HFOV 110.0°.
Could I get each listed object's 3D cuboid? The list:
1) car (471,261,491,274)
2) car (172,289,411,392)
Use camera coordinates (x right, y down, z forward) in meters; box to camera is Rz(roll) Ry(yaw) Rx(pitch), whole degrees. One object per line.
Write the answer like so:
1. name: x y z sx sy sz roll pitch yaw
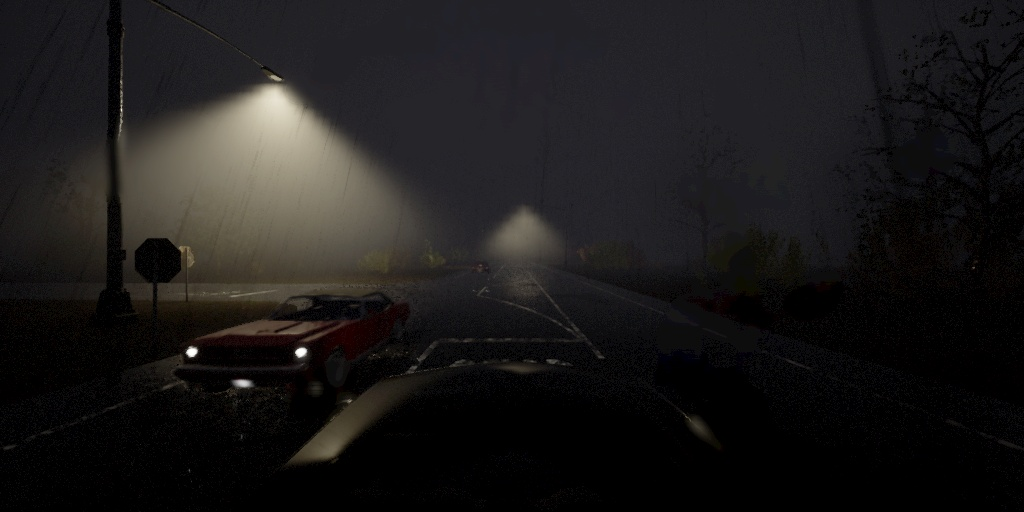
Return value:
1. car: -3.409 1.242 40.241 1.812 1.442 4.674 0 0 0
2. car: -3.507 1.352 6.882 1.895 1.301 4.718 0 0 0
